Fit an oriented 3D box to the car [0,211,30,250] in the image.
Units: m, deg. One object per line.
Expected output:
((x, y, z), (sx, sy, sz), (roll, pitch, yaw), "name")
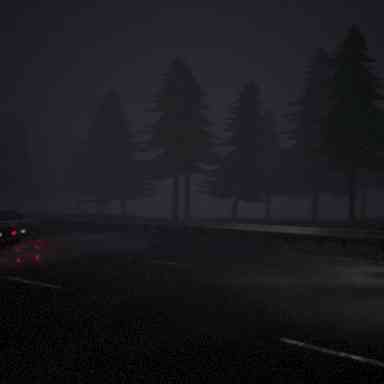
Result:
((-9.037, 1.571, 12.758), (5.357, 1.411, 2.033), (0, 0, 25), "car")

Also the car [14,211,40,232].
((-10.252, 1.624, 17.065), (4.718, 1.301, 1.895), (0, 0, 23), "car")
